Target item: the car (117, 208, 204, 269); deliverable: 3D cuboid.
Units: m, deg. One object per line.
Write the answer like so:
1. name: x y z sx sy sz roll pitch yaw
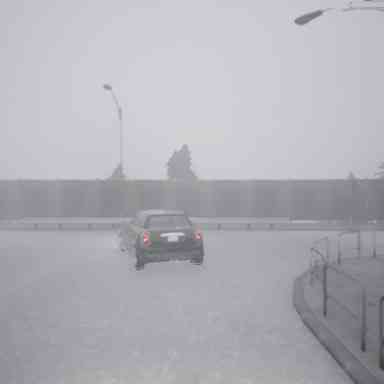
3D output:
1. car: -1.276 1.388 11.648 2.097 1.767 4.553 0 0 -20
